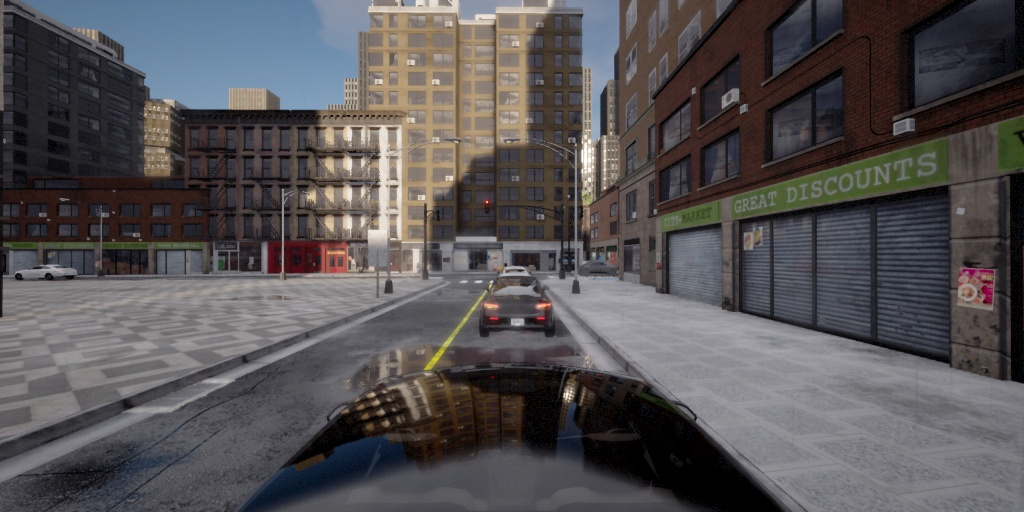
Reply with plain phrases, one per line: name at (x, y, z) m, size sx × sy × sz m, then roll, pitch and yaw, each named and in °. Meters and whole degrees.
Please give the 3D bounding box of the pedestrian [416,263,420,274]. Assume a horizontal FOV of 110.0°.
pedestrian at (-10.044, 0.971, 38.334) m, size 0.375 × 1.860 × 0.375 m, roll 0°, pitch 0°, yaw -1°

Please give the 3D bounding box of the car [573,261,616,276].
car at (8.114, 1.225, 35.470) m, size 4.181 × 1.385 × 1.994 m, roll -1°, pitch 0°, yaw -1°

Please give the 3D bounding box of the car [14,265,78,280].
car at (-45.305, 1.580, 34.921) m, size 4.674 × 1.442 × 1.812 m, roll 0°, pitch 0°, yaw 0°

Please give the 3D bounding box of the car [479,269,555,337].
car at (0.121, 1.275, 10.135) m, size 1.812 × 1.442 × 4.674 m, roll 0°, pitch 0°, yaw 0°

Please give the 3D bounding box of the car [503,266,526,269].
car at (0.148, 1.270, 19.915) m, size 1.812 × 1.442 × 4.674 m, roll 0°, pitch 0°, yaw -1°
